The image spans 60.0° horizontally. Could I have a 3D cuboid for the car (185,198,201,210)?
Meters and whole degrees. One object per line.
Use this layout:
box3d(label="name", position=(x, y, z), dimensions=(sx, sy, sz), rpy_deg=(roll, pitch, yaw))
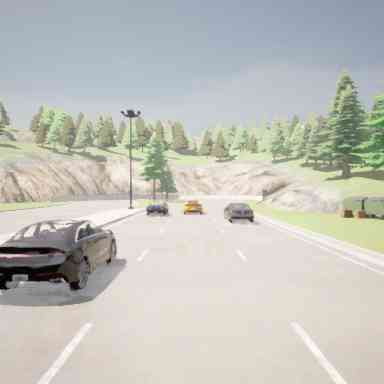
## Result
box3d(label="car", position=(0.139, 1.547, 44.510), dimensions=(2.033, 1.411, 5.357), rpy_deg=(0, 0, 1))

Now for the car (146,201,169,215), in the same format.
box3d(label="car", position=(-3.400, 1.600, 33.546), dimensions=(1.895, 1.301, 4.718), rpy_deg=(0, 0, 0))

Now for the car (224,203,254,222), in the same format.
box3d(label="car", position=(3.600, 1.547, 26.085), dimensions=(2.033, 1.411, 5.357), rpy_deg=(0, 0, 0))

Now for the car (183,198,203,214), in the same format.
box3d(label="car", position=(0.096, 1.477, 34.682), dimensions=(1.882, 1.535, 5.008), rpy_deg=(0, 0, 0))

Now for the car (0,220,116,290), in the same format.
box3d(label="car", position=(-3.401, 1.491, 9.033), dimensions=(2.128, 1.511, 4.902), rpy_deg=(0, 0, 0))
